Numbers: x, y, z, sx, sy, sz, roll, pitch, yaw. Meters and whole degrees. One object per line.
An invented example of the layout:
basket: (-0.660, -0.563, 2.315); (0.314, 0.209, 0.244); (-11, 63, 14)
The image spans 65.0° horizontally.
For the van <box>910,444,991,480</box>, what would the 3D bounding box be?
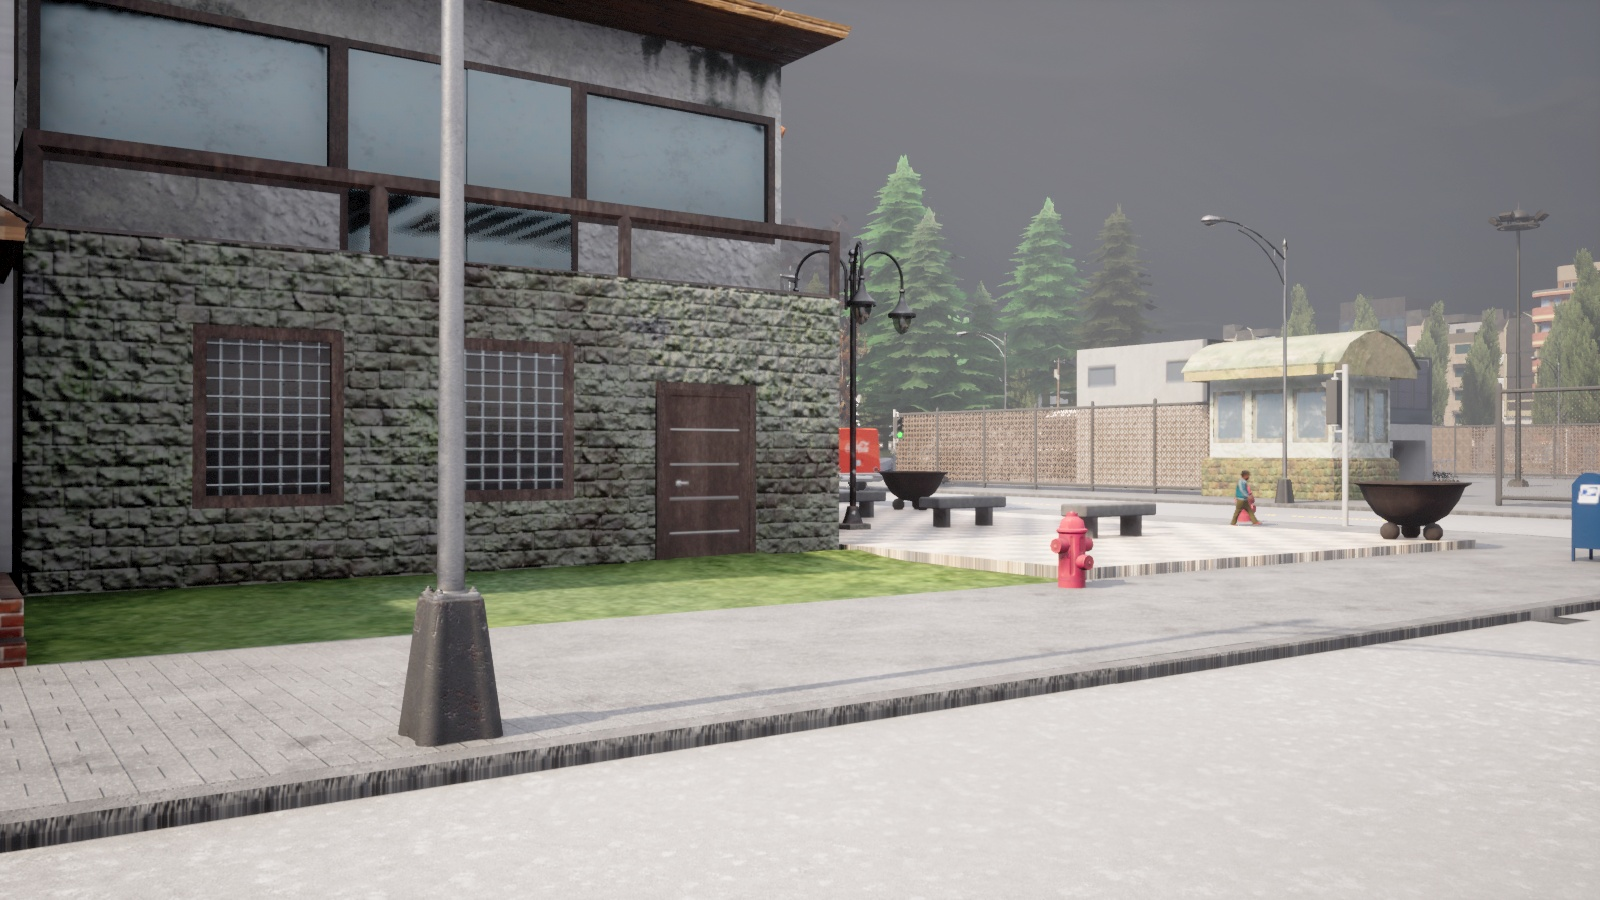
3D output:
van: (8.448, 0.651, 70.230); (4.442, 1.987, 1.775); (0, 0, -35)

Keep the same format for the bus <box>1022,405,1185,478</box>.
bus: (18.819, -0.482, 77.448); (10.273, 4.253, 3.944); (0, 0, -35)

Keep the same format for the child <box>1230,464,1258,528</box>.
child: (8.458, 0.870, 23.945); (0.448, 1.192, 0.343); (0, 0, 29)

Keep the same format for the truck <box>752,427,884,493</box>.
truck: (0.628, 0.378, 49.535); (2.627, 2.467, 5.204); (0, 0, -36)

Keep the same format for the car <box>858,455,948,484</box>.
car: (5.194, 0.952, 63.106); (4.181, 1.385, 1.994); (0, 0, -35)
